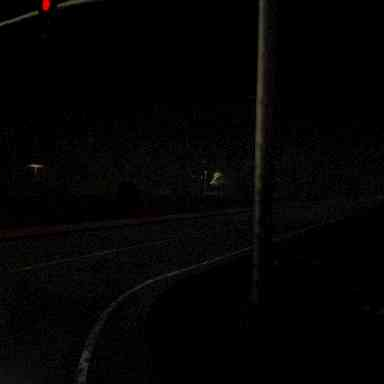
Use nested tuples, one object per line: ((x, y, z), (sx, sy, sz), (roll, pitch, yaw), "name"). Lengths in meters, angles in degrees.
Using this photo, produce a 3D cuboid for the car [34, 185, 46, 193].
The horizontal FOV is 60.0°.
((-35.560, -0.622, 78.077), (1.905, 1.878, 3.866), (7, 1, -12), "car")
